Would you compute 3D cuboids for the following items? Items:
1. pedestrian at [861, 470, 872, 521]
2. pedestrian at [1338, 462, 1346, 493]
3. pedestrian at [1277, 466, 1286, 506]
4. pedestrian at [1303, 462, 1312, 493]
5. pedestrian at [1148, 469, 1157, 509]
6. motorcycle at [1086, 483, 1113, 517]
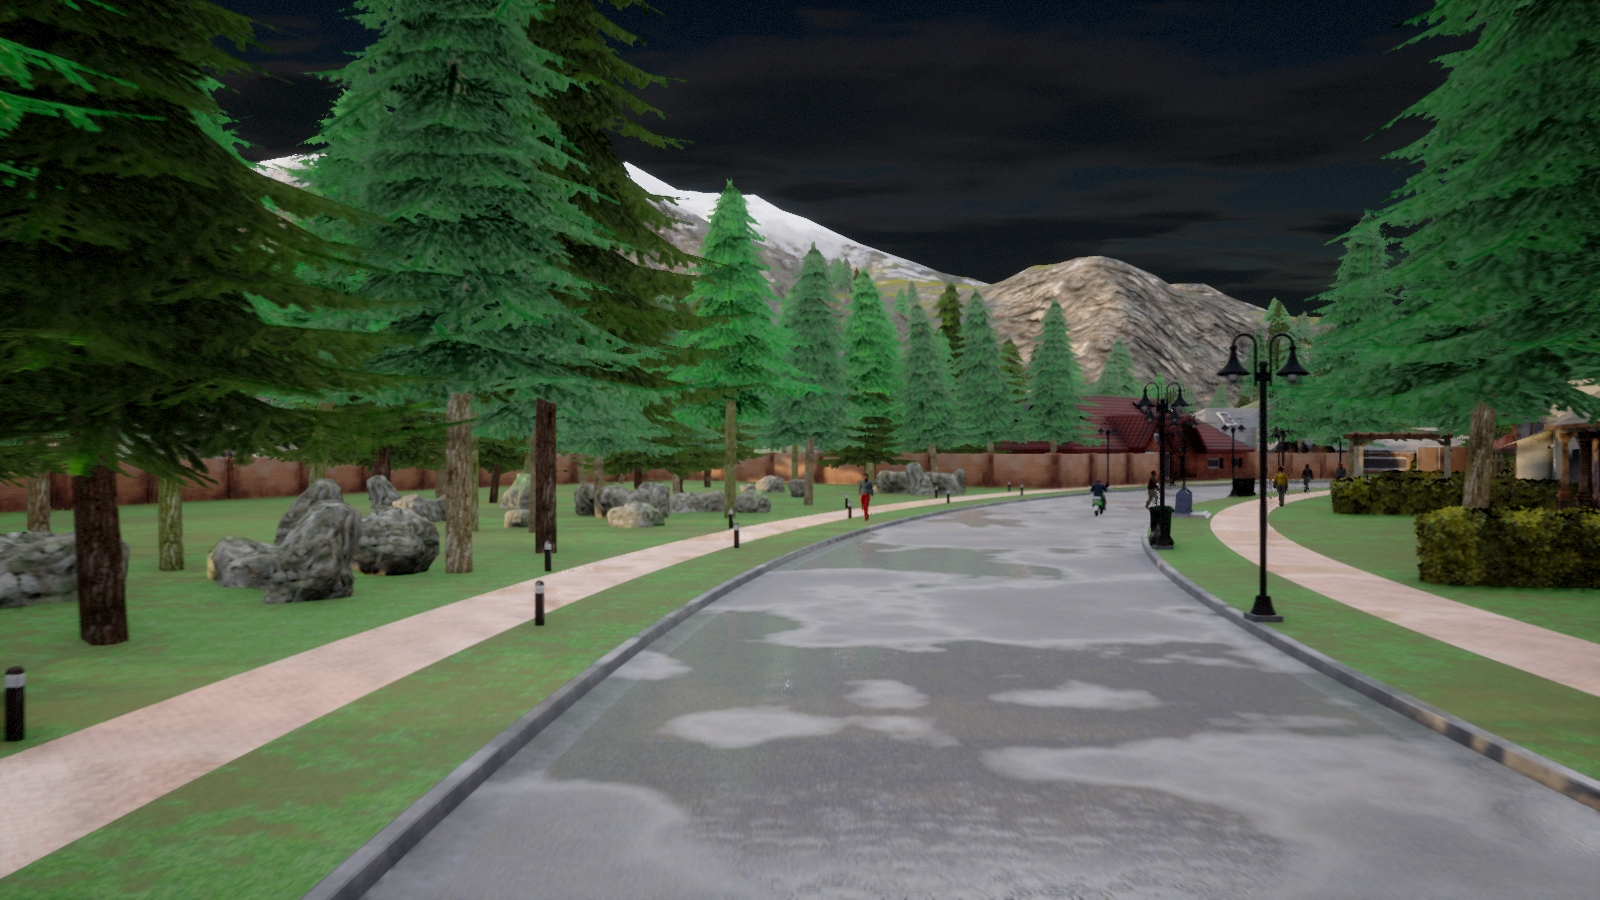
[{"bbox_3d":[2.455,1.665,42.110,0.375,1.860,0.375,0,0,10],"label":"pedestrian"},{"bbox_3d":[33.144,1.664,69.898,0.375,1.860,0.375,0,0,35],"label":"pedestrian"},{"bbox_3d":[22.411,1.663,53.183,0.375,1.860,0.375,0,0,27],"label":"pedestrian"},{"bbox_3d":[30.739,1.664,69.181,0.375,1.860,0.375,0,0,43],"label":"pedestrian"},{"bbox_3d":[16.376,1.816,53.039,0.375,1.860,0.375,0,0,12],"label":"pedestrian"},{"bbox_3d":[12.758,2.099,48.700,0.856,1.334,1.805,0,1,23],"label":"motorcycle"}]
